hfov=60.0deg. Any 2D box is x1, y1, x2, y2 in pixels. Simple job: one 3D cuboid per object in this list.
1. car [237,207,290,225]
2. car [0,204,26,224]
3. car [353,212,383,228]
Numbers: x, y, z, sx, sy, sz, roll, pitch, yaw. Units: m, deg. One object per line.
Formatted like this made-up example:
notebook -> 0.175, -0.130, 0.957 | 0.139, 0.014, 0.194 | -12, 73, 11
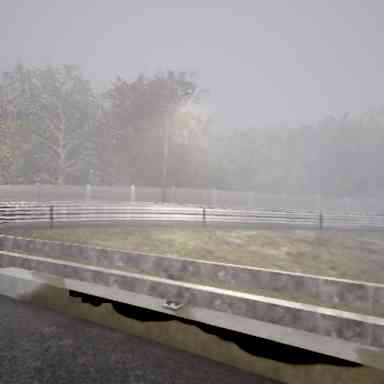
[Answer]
car -> 6.570, 2.109, 30.715 | 5.008, 1.535, 1.882 | 3, -1, -18
car -> -14.852, 1.506, 23.694 | 5.357, 1.411, 2.033 | 0, 0, -18
car -> 19.162, 2.858, 34.843 | 4.553, 1.767, 2.097 | 3, -1, -18
